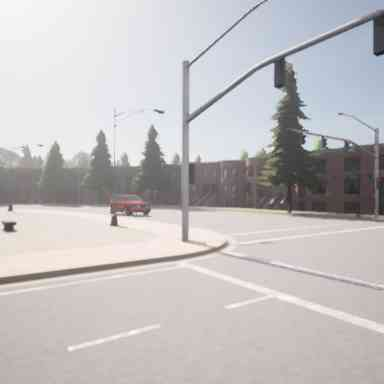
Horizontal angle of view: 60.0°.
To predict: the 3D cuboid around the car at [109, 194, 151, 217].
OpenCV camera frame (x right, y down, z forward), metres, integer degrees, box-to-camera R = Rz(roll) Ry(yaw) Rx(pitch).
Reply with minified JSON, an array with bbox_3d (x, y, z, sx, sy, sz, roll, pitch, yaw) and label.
[{"bbox_3d":[-6.264,1.272,33.283,2.150,2.045,5.566,1,0,-40],"label":"car"}]
